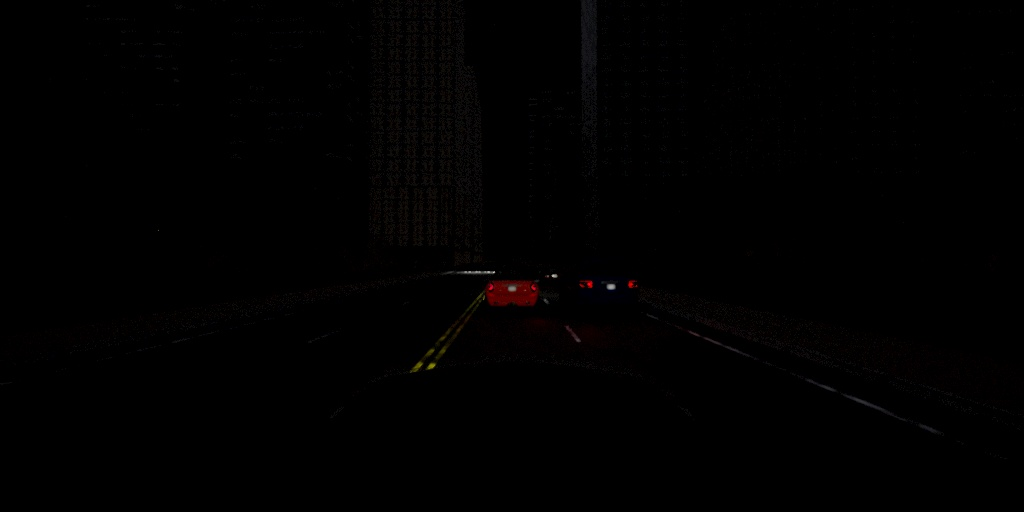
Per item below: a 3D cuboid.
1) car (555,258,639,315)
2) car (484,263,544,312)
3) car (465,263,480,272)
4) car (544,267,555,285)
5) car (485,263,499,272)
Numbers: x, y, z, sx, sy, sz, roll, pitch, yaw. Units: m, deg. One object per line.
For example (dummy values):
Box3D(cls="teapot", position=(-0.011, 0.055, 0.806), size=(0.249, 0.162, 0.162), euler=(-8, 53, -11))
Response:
Box3D(cls="car", position=(3.261, 1.111, 14.425), size=(2.150, 2.045, 5.566), euler=(0, 0, 0))
Box3D(cls="car", position=(0.020, 1.245, 15.264), size=(2.097, 1.767, 4.553), euler=(0, -1, 0))
Box3D(cls="car", position=(-6.506, 1.890, 59.450), size=(1.994, 1.385, 4.181), euler=(0, -1, 0))
Box3D(cls="car", position=(3.265, 1.586, 29.362), size=(2.033, 1.411, 5.357), euler=(0, -1, 0))
Box3D(cls="car", position=(-3.256, 1.890, 59.436), size=(1.994, 1.385, 4.181), euler=(0, -1, 0))
